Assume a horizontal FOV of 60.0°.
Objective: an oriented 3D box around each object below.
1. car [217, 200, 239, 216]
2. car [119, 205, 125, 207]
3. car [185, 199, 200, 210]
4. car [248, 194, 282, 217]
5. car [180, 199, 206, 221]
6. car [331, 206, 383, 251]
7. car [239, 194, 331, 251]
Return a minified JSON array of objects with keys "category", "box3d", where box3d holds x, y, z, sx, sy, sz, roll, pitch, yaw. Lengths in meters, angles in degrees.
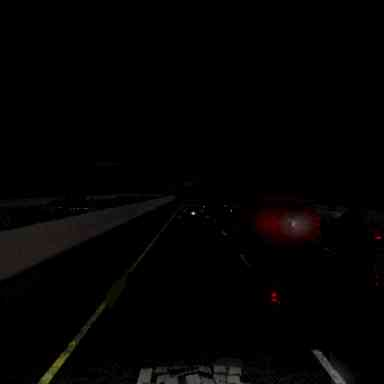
[{"category":"car","box3d":[3.603,1.480,32.781,2.128,1.511,4.902,0,0,0]},{"category":"car","box3d":[-10.573,1.531,48.214,2.033,1.411,5.357,0,0,0]},{"category":"car","box3d":[0.098,1.586,42.948,1.895,1.301,4.718,0,0,0]},{"category":"car","box3d":[7.103,1.210,33.009,2.150,2.045,5.566,0,0,0]},{"category":"car","box3d":[0.102,1.555,26.755,1.994,1.385,4.181,0,0,0]},{"category":"car","box3d":[7.101,1.521,14.027,1.812,1.442,4.674,0,0,0]},{"category":"car","box3d":[3.602,1.218,14.197,2.150,2.045,5.566,0,0,0]}]
